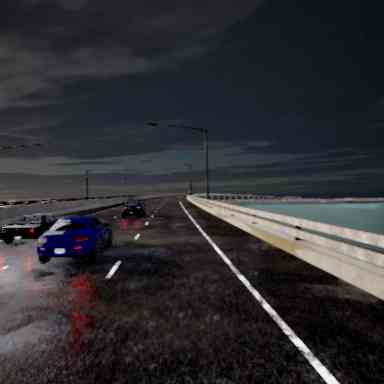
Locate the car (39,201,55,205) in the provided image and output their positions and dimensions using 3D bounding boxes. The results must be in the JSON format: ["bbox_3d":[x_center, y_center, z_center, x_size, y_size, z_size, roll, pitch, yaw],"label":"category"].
[{"bbox_3d":[-20.508,2.040,47.244,1.812,1.442,4.674,-1,0,-3],"label":"car"}]

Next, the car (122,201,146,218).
[{"bbox_3d":[-5.434,1.604,31.467,2.128,1.511,4.902,-1,0,-4],"label":"car"}]

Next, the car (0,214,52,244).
[{"bbox_3d":[-8.007,1.790,17.281,1.895,1.301,4.718,-1,0,-4],"label":"car"}]

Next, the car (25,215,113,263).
[{"bbox_3d":[-4.175,1.622,12.367,1.812,1.442,4.674,-1,0,-4],"label":"car"}]
